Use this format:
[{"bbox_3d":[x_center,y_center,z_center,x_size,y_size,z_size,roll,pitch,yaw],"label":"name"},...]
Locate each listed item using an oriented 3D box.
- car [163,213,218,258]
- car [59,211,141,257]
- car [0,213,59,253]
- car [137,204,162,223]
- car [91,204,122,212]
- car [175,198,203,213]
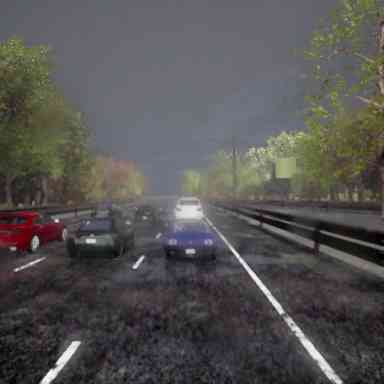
[{"bbox_3d":[-0.043,1.741,13.441,1.895,1.301,4.718,0,-1,0],"label":"car"},{"bbox_3d":[-3.543,1.707,13.673,1.994,1.385,4.181,0,-1,0],"label":"car"},{"bbox_3d":[-7.046,1.627,14.382,1.882,1.535,5.008,0,0,0],"label":"car"},{"bbox_3d":[-3.757,1.811,28.707,1.837,1.490,4.892,0,0,-1],"label":"car"},{"bbox_3d":[-7.258,1.797,28.651,2.128,1.511,4.902,0,0,-1],"label":"car"},{"bbox_3d":[-0.249,1.519,27.846,2.150,2.045,5.566,0,0,-1],"label":"car"}]
